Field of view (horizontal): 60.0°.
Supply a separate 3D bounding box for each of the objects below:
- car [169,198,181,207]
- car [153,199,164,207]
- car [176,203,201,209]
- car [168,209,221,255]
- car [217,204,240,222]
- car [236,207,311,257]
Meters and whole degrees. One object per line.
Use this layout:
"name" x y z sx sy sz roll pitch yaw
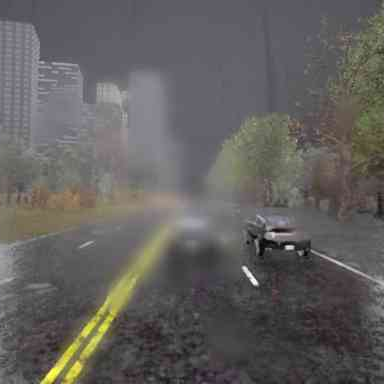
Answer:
"car" -3.271 1.995 65.212 2.097 1.767 4.553 0 -1 1
"car" -6.520 2.119 65.131 1.882 1.535 5.008 0 0 1
"car" 0.008 1.835 27.575 2.033 1.411 5.357 0 -1 0
"car" 0.021 1.676 13.911 1.812 1.442 4.674 0 0 0
"car" 3.278 1.768 28.535 2.128 1.511 4.902 0 -1 0
"car" 3.281 1.619 13.521 2.128 1.511 4.902 1 0 0
